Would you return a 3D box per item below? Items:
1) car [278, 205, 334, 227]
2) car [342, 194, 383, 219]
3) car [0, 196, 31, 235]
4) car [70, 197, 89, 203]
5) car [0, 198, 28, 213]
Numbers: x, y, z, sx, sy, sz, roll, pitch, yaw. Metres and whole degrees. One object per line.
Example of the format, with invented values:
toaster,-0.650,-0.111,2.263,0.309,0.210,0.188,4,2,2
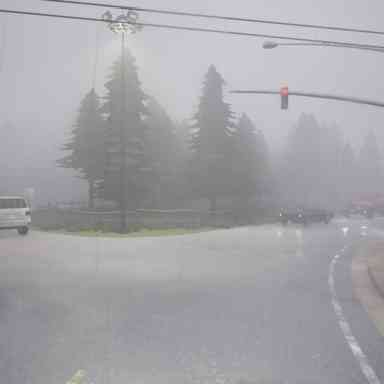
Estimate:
car,7.948,1.601,23.035,4.718,1.301,1.895,0,0,-43
car,15.561,1.223,29.732,5.566,2.045,2.150,0,0,-41
car,-10.800,1.248,18.121,5.566,2.045,2.150,0,0,42
car,-16.701,1.518,50.782,2.128,1.511,4.902,0,0,12
car,-21.674,1.518,39.040,2.128,1.511,4.902,0,0,3
